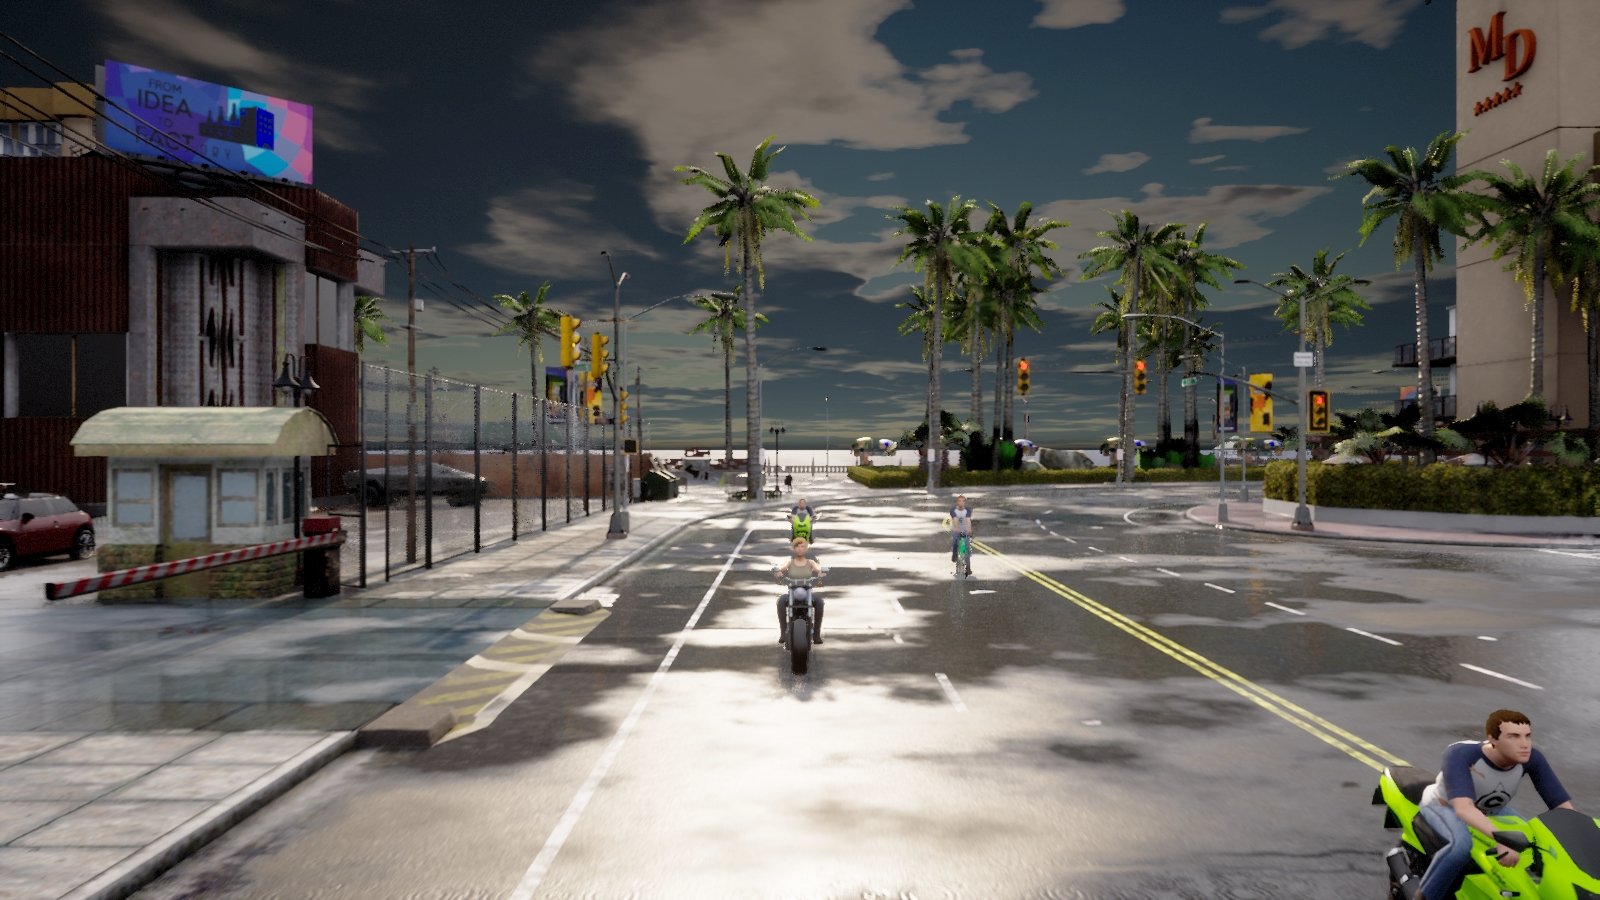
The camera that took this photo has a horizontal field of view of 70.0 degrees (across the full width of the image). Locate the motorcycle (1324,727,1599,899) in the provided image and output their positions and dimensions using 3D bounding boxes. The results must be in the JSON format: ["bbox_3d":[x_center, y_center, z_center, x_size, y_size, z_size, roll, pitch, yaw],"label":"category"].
[{"bbox_3d":[3.498,2.213,5.738,0.803,1.145,2.033,0,0,0],"label":"motorcycle"}]

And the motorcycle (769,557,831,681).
[{"bbox_3d":[0.000,2.170,15.088,0.764,1.277,2.356,0,0,0],"label":"motorcycle"}]

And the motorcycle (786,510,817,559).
[{"bbox_3d":[0.054,2.212,30.326,0.803,1.145,2.033,0,0,1],"label":"motorcycle"}]

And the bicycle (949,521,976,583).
[{"bbox_3d":[3.541,2.206,25.024,0.373,1.196,1.643,0,0,0],"label":"bicycle"}]
